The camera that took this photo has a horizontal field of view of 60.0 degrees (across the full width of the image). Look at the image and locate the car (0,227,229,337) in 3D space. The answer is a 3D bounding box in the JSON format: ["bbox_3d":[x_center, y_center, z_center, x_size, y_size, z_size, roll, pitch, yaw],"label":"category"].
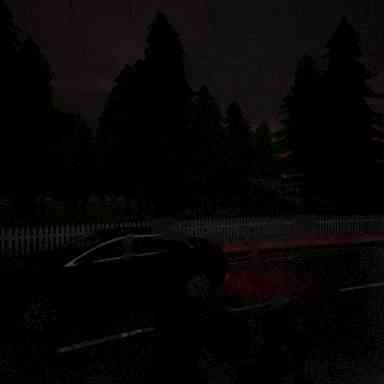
[{"bbox_3d":[-1.573,1.491,6.650,4.902,1.511,2.128,0,0,-29],"label":"car"}]
